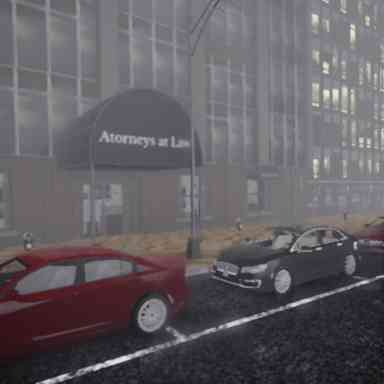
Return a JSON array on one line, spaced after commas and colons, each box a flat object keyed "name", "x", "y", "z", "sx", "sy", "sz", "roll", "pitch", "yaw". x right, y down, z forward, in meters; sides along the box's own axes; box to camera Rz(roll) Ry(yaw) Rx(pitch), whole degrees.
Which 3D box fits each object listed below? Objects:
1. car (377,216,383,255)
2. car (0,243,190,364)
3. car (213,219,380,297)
[{"name": "car", "x": 7.148, "y": 1.476, "z": 11.593, "sx": 4.206, "sy": 1.307, "sz": 1.802, "roll": -1, "pitch": 0, "yaw": -35}, {"name": "car", "x": -2.143, "y": 1.530, "z": 5.043, "sx": 4.507, "sy": 1.381, "sz": 1.887, "roll": -1, "pitch": 0, "yaw": -35}, {"name": "car", "x": 2.502, "y": 1.490, "z": 8.319, "sx": 4.403, "sy": 1.369, "sz": 2.008, "roll": -1, "pitch": 0, "yaw": -35}]
